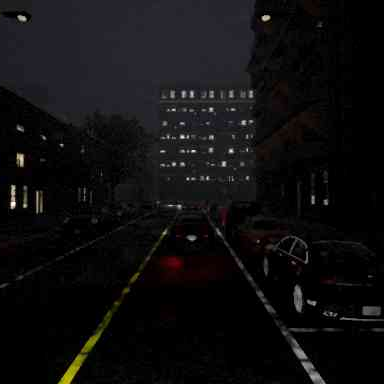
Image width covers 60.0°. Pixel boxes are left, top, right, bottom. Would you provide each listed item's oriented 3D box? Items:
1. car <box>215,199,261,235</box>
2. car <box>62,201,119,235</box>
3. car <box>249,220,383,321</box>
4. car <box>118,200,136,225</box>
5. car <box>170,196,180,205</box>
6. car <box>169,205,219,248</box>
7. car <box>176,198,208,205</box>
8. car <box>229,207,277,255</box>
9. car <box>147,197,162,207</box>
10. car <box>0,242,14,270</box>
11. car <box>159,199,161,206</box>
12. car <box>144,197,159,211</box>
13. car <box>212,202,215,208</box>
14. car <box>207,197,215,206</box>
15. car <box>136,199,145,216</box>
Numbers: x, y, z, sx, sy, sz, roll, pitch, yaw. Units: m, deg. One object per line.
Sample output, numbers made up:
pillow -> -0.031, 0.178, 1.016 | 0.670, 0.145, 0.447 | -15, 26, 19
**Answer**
car -> 2.707, 1.320, 18.540 | 2.192, 1.841, 5.009 | 1, 0, 0
car -> -5.642, 1.445, 18.480 | 1.967, 1.590, 4.097 | 1, 0, 0
car -> 2.703, 1.551, 7.166 | 2.008, 1.369, 4.403 | 1, 0, 0
car -> -5.643, 1.448, 24.168 | 1.967, 1.590, 4.097 | 1, 0, 0
car -> -3.000, 1.550, 60.659 | 1.882, 1.535, 5.008 | 0, 0, 0
car -> 0.000, 1.537, 14.652 | 1.812, 1.442, 4.674 | 0, 0, 0
car -> 0.000, 1.508, 29.655 | 2.128, 1.511, 4.902 | 0, 0, 0
car -> 2.703, 1.528, 13.023 | 1.752, 1.417, 4.829 | 1, 0, 0
car -> -5.814, 1.555, 52.432 | 1.752, 1.417, 4.829 | 1, 0, 0
car -> -5.644, 1.525, 6.938 | 1.752, 1.417, 4.829 | 1, 0, 0
car -> -5.644, 1.575, 46.915 | 2.008, 1.369, 4.403 | 1, 0, 0
car -> -5.645, 1.586, 41.227 | 1.947, 1.339, 4.313 | 1, 0, 0
car -> 2.702, 1.590, 24.227 | 1.802, 1.307, 4.206 | 1, 0, 0
car -> 2.702, 1.582, 35.600 | 1.947, 1.339, 4.313 | 1, 0, 0
car -> -5.645, 1.594, 29.854 | 1.802, 1.307, 4.206 | 1, 0, 0
